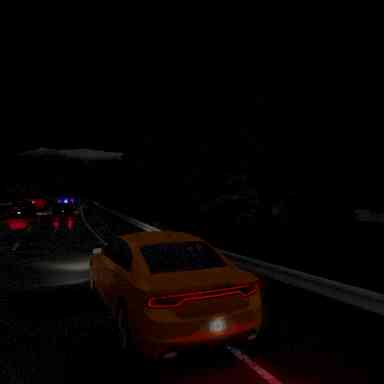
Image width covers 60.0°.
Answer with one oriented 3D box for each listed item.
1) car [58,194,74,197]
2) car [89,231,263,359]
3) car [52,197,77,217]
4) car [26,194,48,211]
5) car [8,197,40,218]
[{"bbox_3d":[-15.587,1.221,41.378,2.150,2.045,5.566,0,0,-19],"label":"car"},{"bbox_3d":[-0.725,1.478,6.312,1.882,1.535,5.008,0,0,-25],"label":"car"},{"bbox_3d":[-12.119,1.491,31.495,2.128,1.511,4.902,0,0,-19],"label":"car"},{"bbox_3d":[-18.746,1.221,39.970,2.150,2.045,5.566,0,0,-19],"label":"car"},{"bbox_3d":[-15.288,1.505,30.091,1.837,1.490,4.892,0,0,-20],"label":"car"}]
